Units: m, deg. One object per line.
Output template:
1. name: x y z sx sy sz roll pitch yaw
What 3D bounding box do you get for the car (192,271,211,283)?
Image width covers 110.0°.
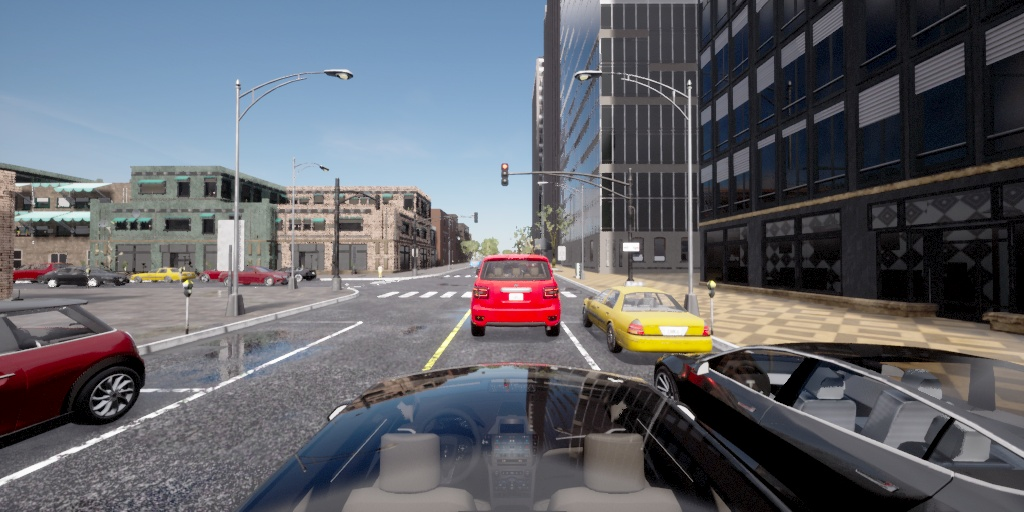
1. car: -25.017 1.489 31.509 4.097 1.591 1.967 0 0 1

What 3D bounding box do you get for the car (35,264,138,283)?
1. car: -30.516 1.514 25.788 4.892 1.490 1.837 0 -1 1

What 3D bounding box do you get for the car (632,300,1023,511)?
1. car: 2.656 1.316 2.776 1.948 1.339 4.313 0 0 0

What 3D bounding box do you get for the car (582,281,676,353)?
1. car: 2.815 1.277 8.589 1.751 1.417 4.829 0 0 0

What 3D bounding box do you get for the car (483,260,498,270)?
1. car: -3.195 1.317 54.160 2.033 1.411 5.357 0 0 0

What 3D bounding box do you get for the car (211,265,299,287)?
1. car: -18.308 1.419 25.651 4.674 1.442 1.812 -1 -1 1

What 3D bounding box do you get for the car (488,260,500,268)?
1. car: -3.177 1.375 64.455 1.895 1.301 4.718 0 0 0

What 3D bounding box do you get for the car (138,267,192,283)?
1. car: -30.735 1.627 31.570 4.829 1.417 1.751 0 0 1

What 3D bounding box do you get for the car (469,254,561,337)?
1. car: 0.083 0.975 10.465 2.150 2.045 5.566 0 0 0

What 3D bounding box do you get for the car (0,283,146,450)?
1. car: -5.692 1.190 2.814 1.967 1.591 4.097 0 0 0

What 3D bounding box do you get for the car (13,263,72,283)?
1. car: -41.661 1.522 31.688 5.009 1.841 2.192 0 0 1

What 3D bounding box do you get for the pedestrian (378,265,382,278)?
1. pedestrian: -12.608 1.399 34.328 0.375 1.300 0.375 0 0 1

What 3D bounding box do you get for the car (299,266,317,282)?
1. car: -19.470 1.562 31.448 4.313 1.339 1.948 0 0 1

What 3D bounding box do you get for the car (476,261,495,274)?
1. car: -3.182 1.313 43.973 2.033 1.411 5.357 0 0 0
